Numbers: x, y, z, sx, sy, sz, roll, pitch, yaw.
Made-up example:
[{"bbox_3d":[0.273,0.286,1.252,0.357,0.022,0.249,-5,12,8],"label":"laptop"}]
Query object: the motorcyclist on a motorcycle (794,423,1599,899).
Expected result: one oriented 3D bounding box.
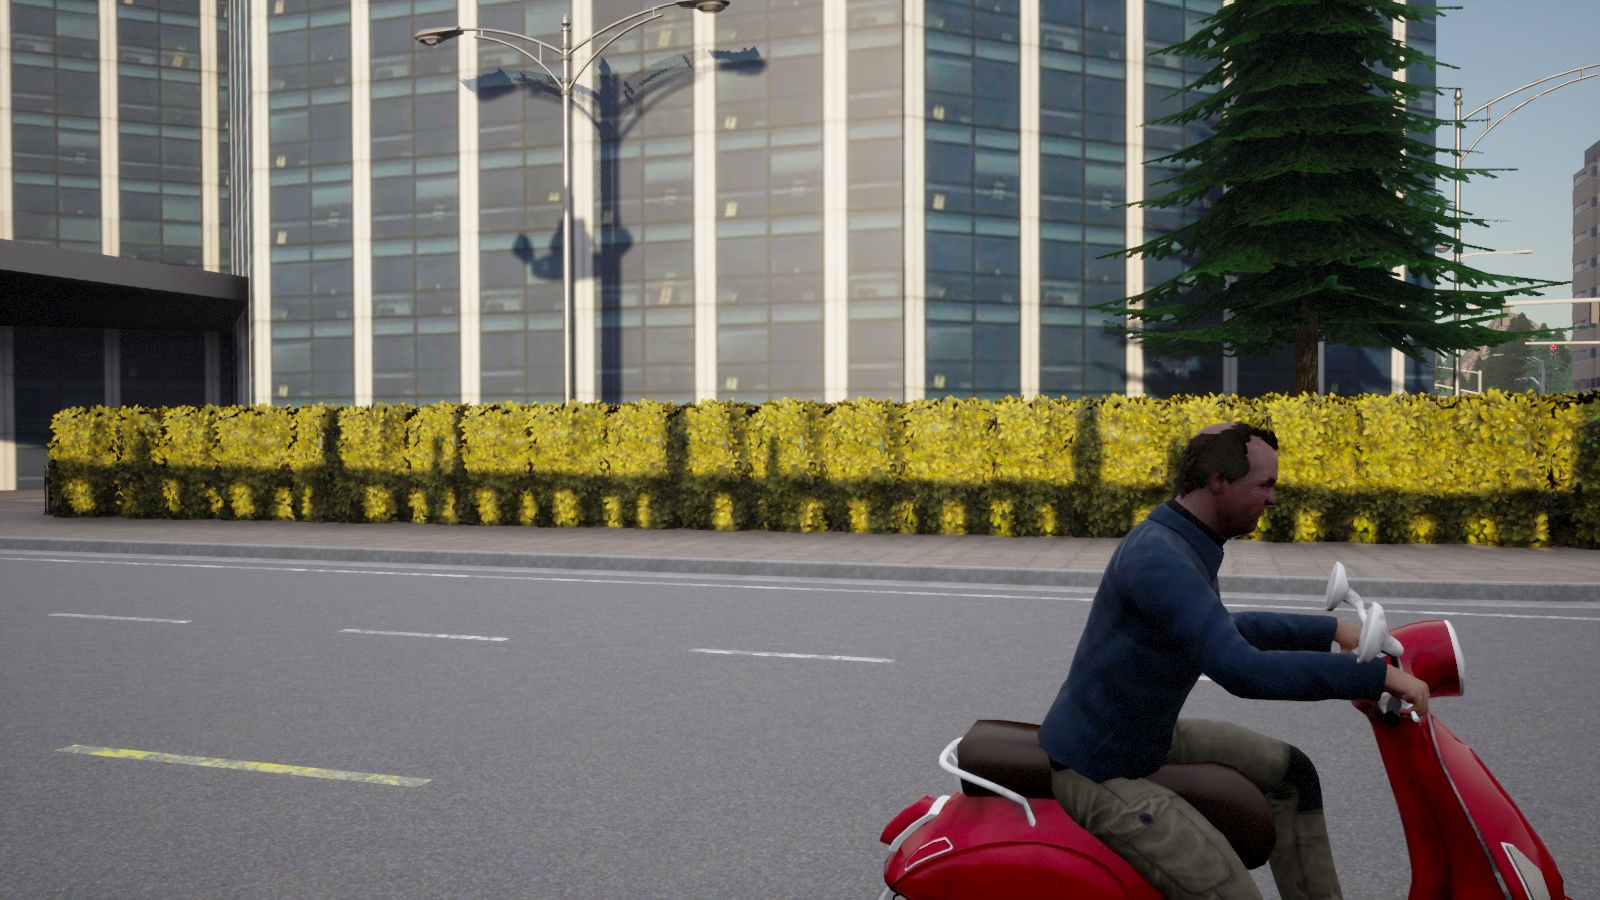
[{"bbox_3d":[0.986,0.738,2.871,1.817,1.590,0.866,0,1,18],"label":"motorcyclist on a motorcycle"}]
